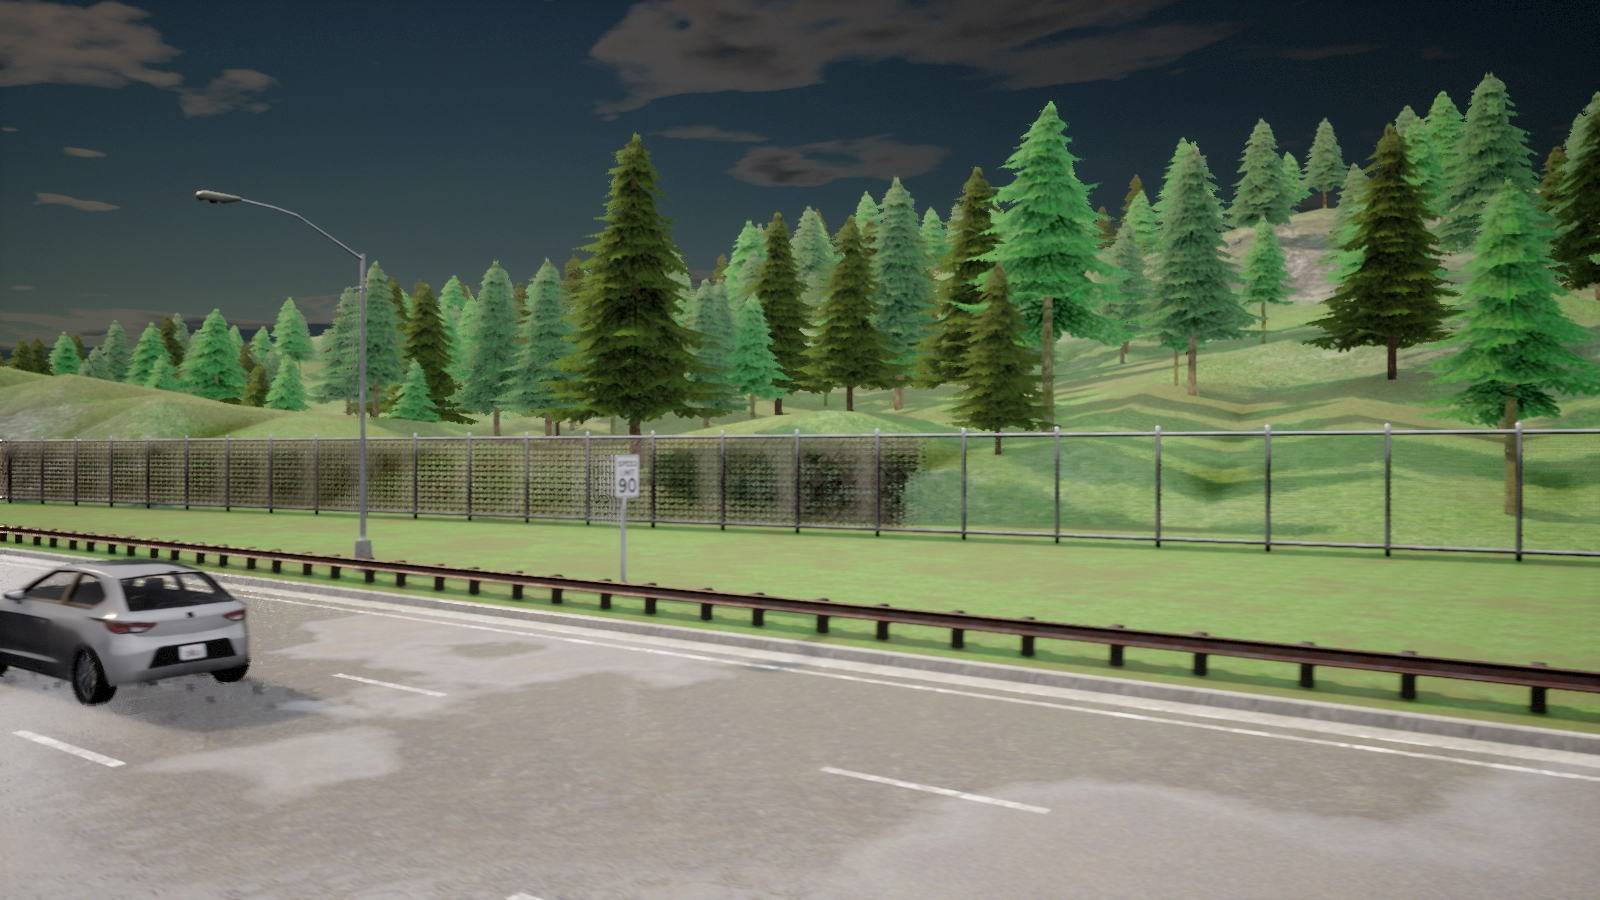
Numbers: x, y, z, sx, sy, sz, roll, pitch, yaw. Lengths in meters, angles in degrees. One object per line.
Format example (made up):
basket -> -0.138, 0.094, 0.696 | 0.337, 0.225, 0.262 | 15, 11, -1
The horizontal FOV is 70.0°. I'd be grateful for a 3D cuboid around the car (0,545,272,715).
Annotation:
car -> -8.506, 2.064, 14.013 | 4.193, 1.474, 1.816 | 0, 0, 35
